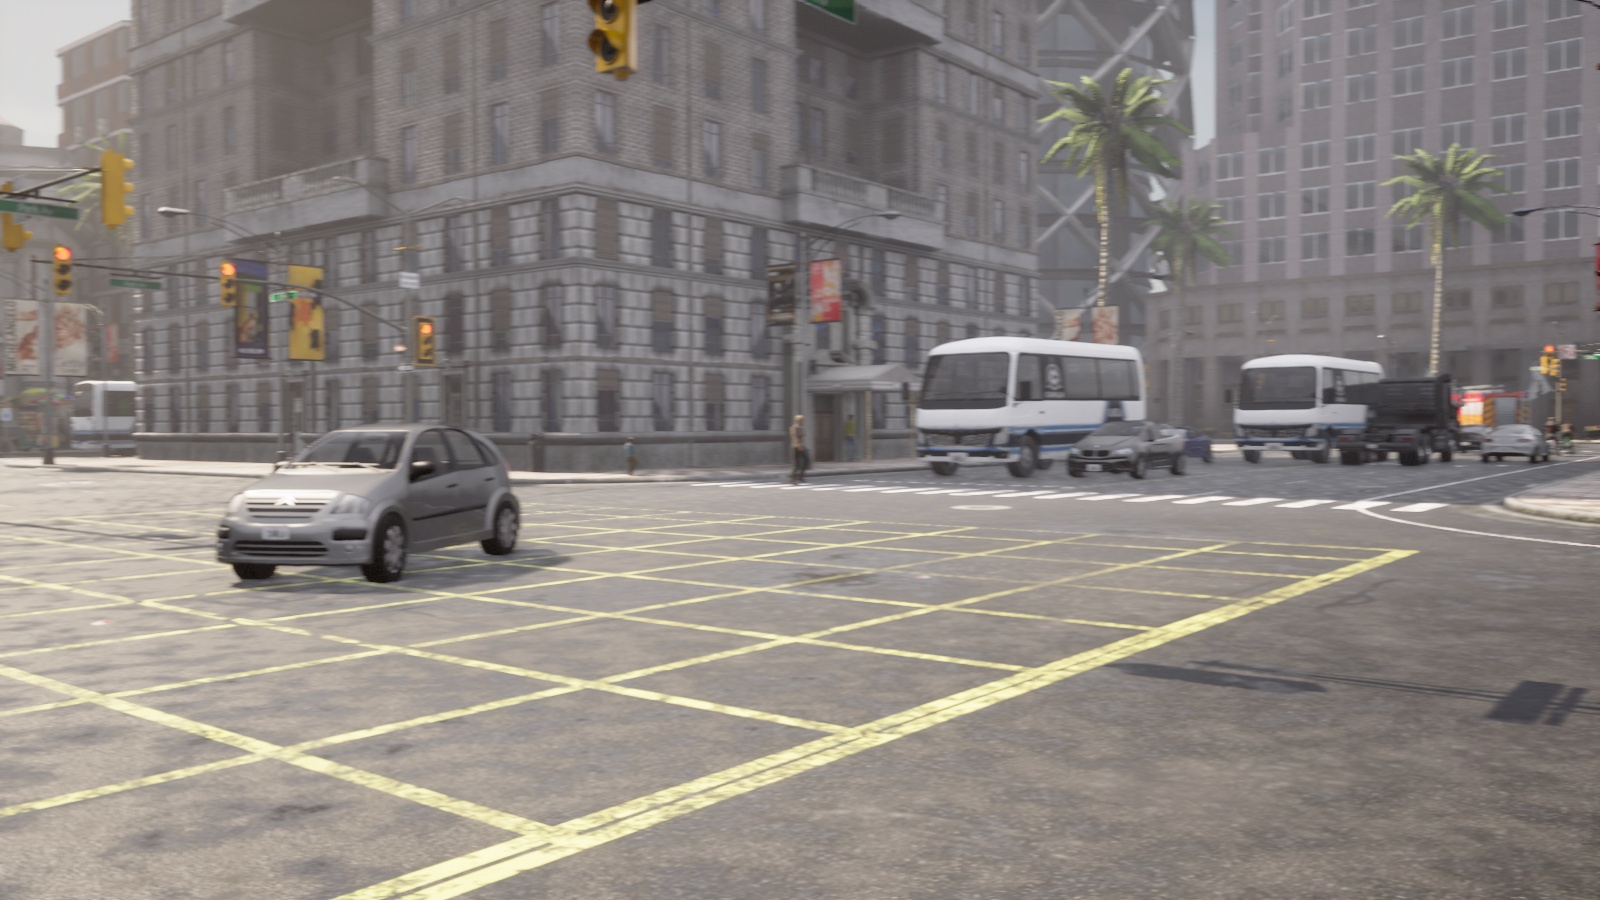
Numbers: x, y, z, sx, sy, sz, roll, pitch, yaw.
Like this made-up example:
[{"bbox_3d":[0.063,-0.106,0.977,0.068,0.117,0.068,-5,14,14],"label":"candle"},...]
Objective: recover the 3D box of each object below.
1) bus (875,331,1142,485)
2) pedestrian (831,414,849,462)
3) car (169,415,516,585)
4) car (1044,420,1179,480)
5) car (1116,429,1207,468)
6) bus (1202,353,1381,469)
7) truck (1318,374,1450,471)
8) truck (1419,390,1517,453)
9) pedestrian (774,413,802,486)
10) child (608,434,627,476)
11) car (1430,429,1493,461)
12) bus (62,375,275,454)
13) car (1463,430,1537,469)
[{"bbox_3d":[6.942,-1.324,40.015,3.944,4.253,10.273,1,2,38],"label":"bus"},{"bbox_3d":[1.556,-0.474,48.702,0.354,1.836,0.706,1,1,41],"label":"pedestrian"},{"bbox_3d":[-4.874,0.435,14.048,1.851,1.617,3.988,0,1,11],"label":"car"},{"bbox_3d":[9.343,-0.047,37.426,2.242,1.667,4.611,1,1,38],"label":"car"},{"bbox_3d":[14.260,-0.090,49.397,1.812,1.442,4.674,1,1,38],"label":"car"},{"bbox_3d":[20.332,-1.517,51.402,3.944,4.253,10.273,1,1,38],"label":"bus"},{"bbox_3d":[22.915,-1.070,49.037,2.891,3.462,7.936,1,1,38],"label":"truck"},{"bbox_3d":[43.017,-1.840,81.186,2.891,3.827,8.468,0,1,9],"label":"truck"},{"bbox_3d":[-0.307,-0.029,32.119,0.634,1.846,0.331,1,1,39],"label":"pedestrian"},{"bbox_3d":[-5.200,0.145,35.781,0.448,1.192,0.343,0,1,18],"label":"child"},{"bbox_3d":[31.774,-0.263,60.234,1.812,1.442,4.674,1,1,38],"label":"car"},{"bbox_3d":[-36.389,-2.070,72.797,3.944,4.253,10.273,1,2,39],"label":"bus"},{"bbox_3d":[27.384,-0.053,49.063,1.812,1.442,4.674,1,1,38],"label":"car"}]
